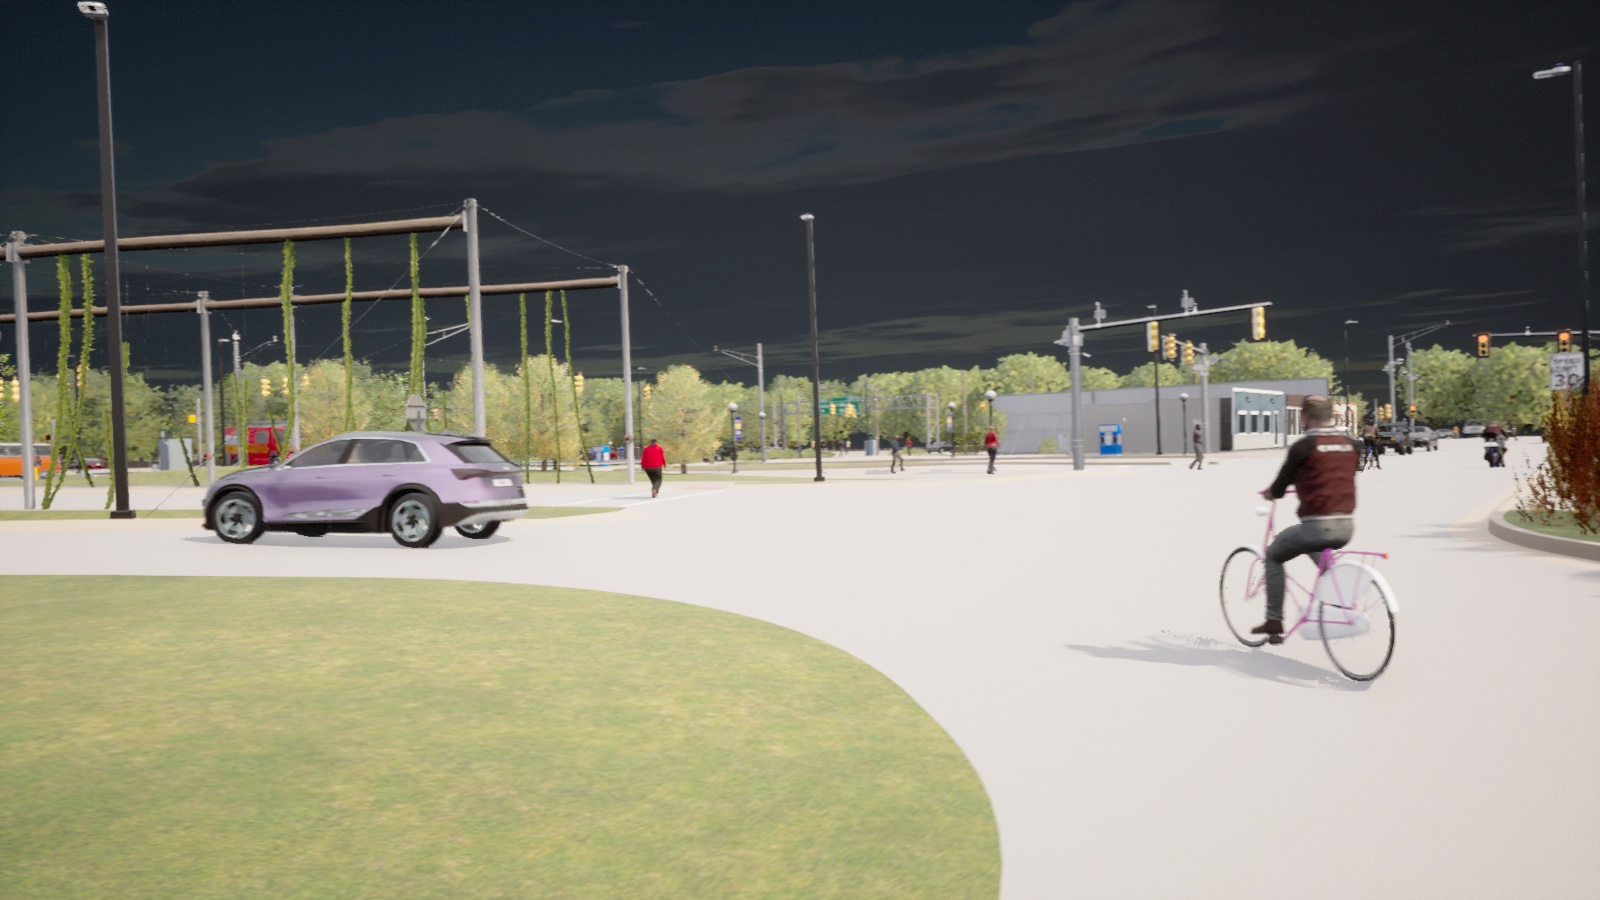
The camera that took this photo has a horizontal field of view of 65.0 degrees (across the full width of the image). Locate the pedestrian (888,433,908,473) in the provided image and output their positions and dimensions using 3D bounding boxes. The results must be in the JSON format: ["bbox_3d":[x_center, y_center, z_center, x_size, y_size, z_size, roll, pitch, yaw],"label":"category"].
[{"bbox_3d":[4.525,0.140,57.826,0.726,1.842,0.402,-2,1,34],"label":"pedestrian"}]

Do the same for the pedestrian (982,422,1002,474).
[{"bbox_3d":[6.964,-0.067,45.477,0.331,1.846,0.636,-2,1,42],"label":"pedestrian"}]

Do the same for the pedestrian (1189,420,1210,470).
[{"bbox_3d":[15.480,-0.193,48.657,0.666,1.930,0.402,-2,1,23],"label":"pedestrian"}]

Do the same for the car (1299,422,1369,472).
[{"bbox_3d":[15.721,-0.089,36.938,1.481,1.376,2.207,-2,-1,34],"label":"car"}]

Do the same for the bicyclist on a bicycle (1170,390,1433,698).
[{"bbox_3d":[3.202,0.512,8.231,0.659,1.776,1.843,-2,2,-13],"label":"bicyclist on a bicycle"}]

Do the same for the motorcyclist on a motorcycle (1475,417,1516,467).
[{"bbox_3d":[22.098,-0.250,39.864,0.866,1.530,2.191,-2,-1,35],"label":"motorcyclist on a motorcycle"}]

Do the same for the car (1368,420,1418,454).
[{"bbox_3d":[34.920,-0.807,73.938,1.905,1.878,3.866,-2,0,36],"label":"car"}]

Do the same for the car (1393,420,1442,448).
[{"bbox_3d":[40.230,-1.051,81.729,2.152,1.651,5.027,-2,0,34],"label":"car"}]

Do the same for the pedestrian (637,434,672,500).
[{"bbox_3d":[-4.170,0.466,36.019,0.634,1.844,0.899,-2,1,13],"label":"pedestrian"}]

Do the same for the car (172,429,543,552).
[{"bbox_3d":[-6.466,0.570,18.471,4.856,1.649,2.033,-1,0,16],"label":"car"}]

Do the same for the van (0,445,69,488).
[{"bbox_3d":[-37.613,0.804,59.858,1.775,1.987,4.442,-2,-1,33],"label":"van"}]
